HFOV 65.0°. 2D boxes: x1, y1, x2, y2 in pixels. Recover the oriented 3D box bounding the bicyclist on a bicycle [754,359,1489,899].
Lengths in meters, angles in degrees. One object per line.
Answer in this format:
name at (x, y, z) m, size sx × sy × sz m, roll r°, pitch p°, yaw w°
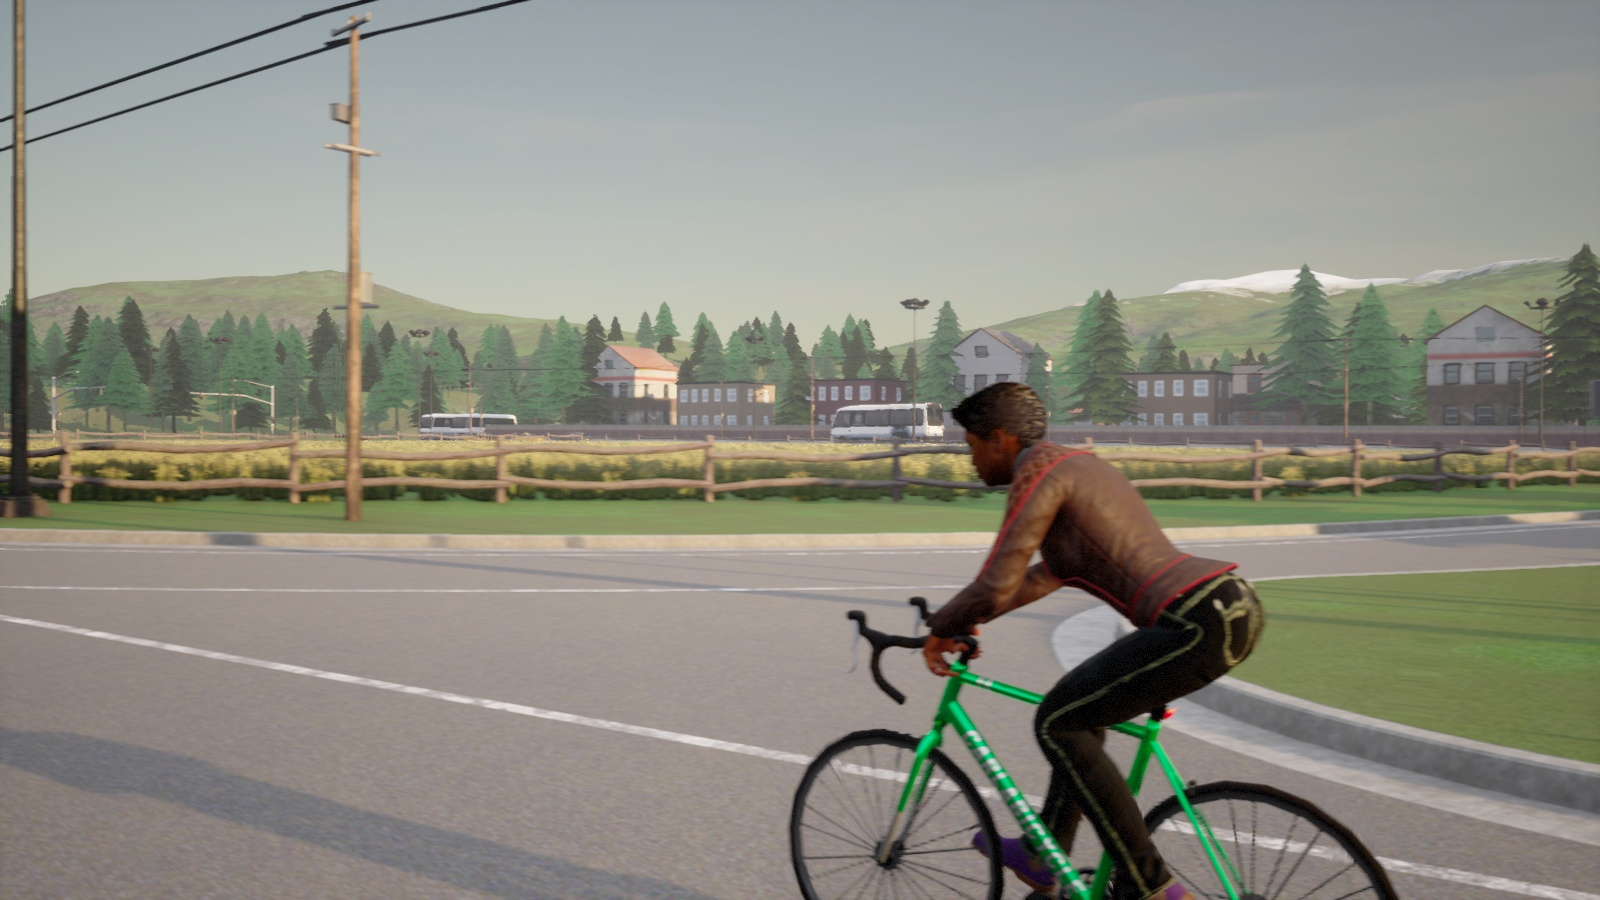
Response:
bicyclist on a bicycle at (0.742, 0.638, 3.130) m, size 1.656 × 1.620 × 0.582 m, roll -1°, pitch 1°, yaw 34°
